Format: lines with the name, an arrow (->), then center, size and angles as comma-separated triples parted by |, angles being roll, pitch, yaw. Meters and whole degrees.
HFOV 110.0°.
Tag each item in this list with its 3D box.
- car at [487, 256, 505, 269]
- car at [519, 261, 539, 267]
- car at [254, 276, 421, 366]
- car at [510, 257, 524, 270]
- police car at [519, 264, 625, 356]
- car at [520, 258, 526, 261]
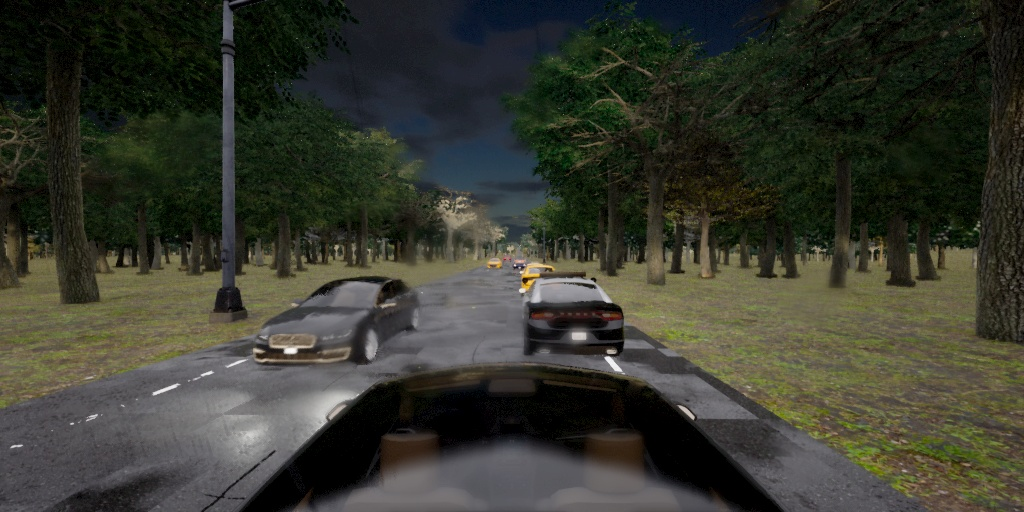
car -> -2.481, 1.092, 51.389 | 1.882, 1.535, 5.008 | 0, 0, 1
car -> 1.430, 1.208, 18.618 | 1.882, 1.535, 5.008 | 0, 0, 1
car -> -3.457, 1.251, 8.117 | 1.837, 1.490, 4.892 | 0, 0, 1
car -> 1.087, 1.228, 48.591 | 1.895, 1.301, 4.718 | 0, 0, 2
police car -> 1.208, 1.170, 8.728 | 1.930, 1.638, 5.238 | 0, 0, 1
car -> 1.569, 1.172, 24.806 | 1.801, 1.575, 5.366 | 0, 0, 1
